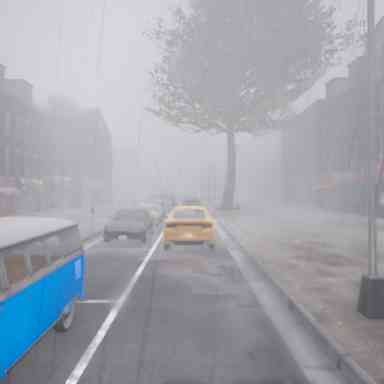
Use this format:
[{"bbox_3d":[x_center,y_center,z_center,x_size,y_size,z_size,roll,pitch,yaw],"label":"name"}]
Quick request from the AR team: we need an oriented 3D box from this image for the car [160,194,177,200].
[{"bbox_3d":[-2.772,1.173,31.726,2.008,1.369,4.403,1,1,0],"label":"car"}]

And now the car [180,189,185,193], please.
[{"bbox_3d":[-3.040,0.597,86.281,1.947,1.339,4.313,1,1,0],"label":"car"}]

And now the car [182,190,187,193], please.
[{"bbox_3d":[-0.130,0.918,48.044,1.882,1.535,5.008,0,1,0],"label":"car"}]

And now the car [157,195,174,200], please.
[{"bbox_3d":[-2.745,1.231,26.190,1.887,1.381,4.507,2,1,0],"label":"car"}]

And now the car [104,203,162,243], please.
[{"bbox_3d":[-2.691,1.382,15.121,1.947,1.339,4.313,2,1,0],"label":"car"}]

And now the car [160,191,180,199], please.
[{"bbox_3d":[-2.794,0.875,37.257,2.192,1.841,5.009,1,1,0],"label":"car"}]

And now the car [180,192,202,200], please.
[{"bbox_3d":[-0.065,1.099,34.274,1.837,1.490,4.892,0,1,0],"label":"car"}]

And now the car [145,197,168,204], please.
[{"bbox_3d":[-2.717,1.278,20.486,1.752,1.417,4.829,2,1,0],"label":"car"}]

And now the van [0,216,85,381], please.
[{"bbox_3d":[-2.631,1.290,4.049,1.690,1.788,3.998,2,1,0],"label":"van"}]

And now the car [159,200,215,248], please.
[{"bbox_3d":[-0.105,1.309,13.870,1.882,1.535,5.008,0,1,0],"label":"car"}]
